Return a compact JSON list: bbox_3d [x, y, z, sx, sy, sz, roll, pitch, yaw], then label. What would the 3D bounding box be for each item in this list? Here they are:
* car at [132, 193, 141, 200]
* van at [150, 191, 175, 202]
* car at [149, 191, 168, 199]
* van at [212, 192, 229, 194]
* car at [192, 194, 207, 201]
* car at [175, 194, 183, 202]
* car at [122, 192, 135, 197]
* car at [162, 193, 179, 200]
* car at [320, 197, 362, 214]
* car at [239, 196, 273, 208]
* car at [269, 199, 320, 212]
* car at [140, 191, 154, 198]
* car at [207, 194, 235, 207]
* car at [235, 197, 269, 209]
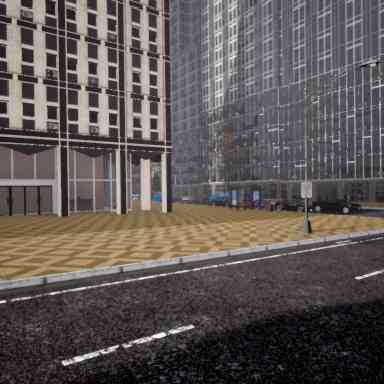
[{"bbox_3d":[-11.619,1.038,68.085,2.008,1.369,4.403,0,1,-34],"label":"car"},{"bbox_3d":[-5.198,0.936,58.703,1.690,1.788,3.998,0,1,-34],"label":"van"},{"bbox_3d":[-7.914,0.613,77.504,2.192,1.841,5.009,0,1,-34],"label":"car"},{"bbox_3d":[4.927,0.853,58.744,1.690,1.788,3.998,-1,1,-34],"label":"van"},{"bbox_3d":[1.717,1.041,63.437,1.802,1.307,4.206,-1,1,-34],"label":"car"},{"bbox_3d":[-3.825,1.085,61.424,2.033,1.411,5.357,-1,1,-34],"label":"car"},{"bbox_3d":[-17.545,0.686,91.577,2.008,1.369,4.403,0,1,-34],"label":"car"},{"bbox_3d":[-4.703,0.934,72.818,1.802,1.307,4.206,0,1,-34],"label":"car"},{"bbox_3d":[14.762,1.319,34.114,1.882,1.535,5.008,-1,1,-34],"label":"car"},{"bbox_3d":[8.287,1.301,43.580,1.994,1.385,4.181,-1,1,-34],"label":"car"},{"bbox_3d":[10.746,1.423,35.182,1.947,1.339,4.313,-1,1,-34],"label":"car"},{"bbox_3d":[-11.125,0.684,82.196,1.967,1.590,4.097,0,1,-34],"label":"car"},{"bbox_3d":[4.388,1.318,44.606,1.947,1.339,4.313,-1,1,-34],"label":"car"},{"bbox_3d":[7.550,1.387,39.884,1.802,1.307,4.206,-1,1,-34],"label":"car"}]
